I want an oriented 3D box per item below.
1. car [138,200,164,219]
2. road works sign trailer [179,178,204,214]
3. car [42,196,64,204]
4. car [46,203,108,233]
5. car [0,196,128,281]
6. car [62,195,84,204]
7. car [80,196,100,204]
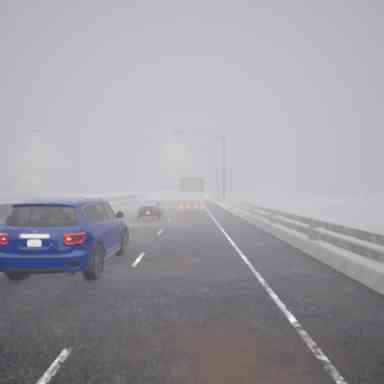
[{"bbox_3d":[-3.396,1.433,28.044,1.812,1.442,4.674,0,0,0],"label":"car"},{"bbox_3d":[0.004,0.350,34.033,2.380,3.560,2.880,0,0,0],"label":"road works sign trailer"},{"bbox_3d":[-24.508,1.391,58.835,1.895,1.301,4.718,0,0,1],"label":"car"},{"bbox_3d":[-6.898,1.480,20.686,2.033,1.411,5.357,0,0,0],"label":"car"},{"bbox_3d":[-3.398,1.190,9.857,2.150,2.045,5.566,0,0,0],"label":"car"},{"bbox_3d":[-21.012,1.338,58.997,2.033,1.411,5.357,0,0,1],"label":"car"},{"bbox_3d":[-17.525,1.397,57.438,1.895,1.301,4.718,0,0,1],"label":"car"}]
